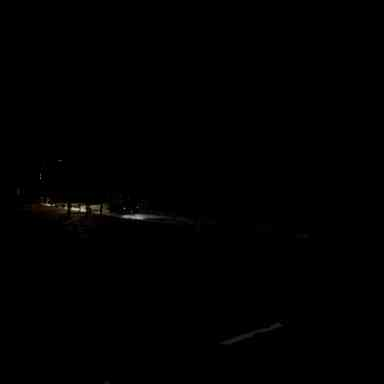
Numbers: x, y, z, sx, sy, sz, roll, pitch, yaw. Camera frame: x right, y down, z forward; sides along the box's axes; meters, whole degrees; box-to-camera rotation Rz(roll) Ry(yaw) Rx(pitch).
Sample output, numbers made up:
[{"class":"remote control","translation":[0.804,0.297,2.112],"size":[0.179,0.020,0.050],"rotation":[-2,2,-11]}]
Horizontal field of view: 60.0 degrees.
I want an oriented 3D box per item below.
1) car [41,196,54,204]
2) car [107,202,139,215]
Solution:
[{"class":"car","translation":[-29.219,1.537,67.276],"size":[2.128,1.511,4.902],"rotation":[-2,1,-35]},{"class":"car","translation":[-7.460,1.715,35.951],"size":[1.895,1.301,4.718],"rotation":[-2,1,-35]}]
